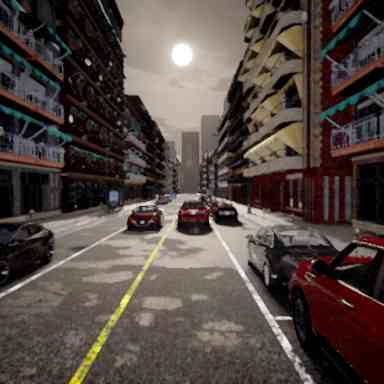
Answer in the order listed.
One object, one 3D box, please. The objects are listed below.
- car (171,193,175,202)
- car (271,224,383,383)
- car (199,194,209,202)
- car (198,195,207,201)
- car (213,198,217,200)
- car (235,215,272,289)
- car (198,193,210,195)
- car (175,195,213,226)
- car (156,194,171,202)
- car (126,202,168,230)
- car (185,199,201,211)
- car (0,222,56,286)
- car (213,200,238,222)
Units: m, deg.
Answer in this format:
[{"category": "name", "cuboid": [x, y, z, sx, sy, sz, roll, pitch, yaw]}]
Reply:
[{"category": "car", "cuboid": [-5.315, 1.360, 71.436, 1.967, 1.590, 4.097, -1, 0, 0]}, {"category": "car", "cuboid": [2.521, 1.310, 3.254, 2.192, 1.841, 5.009, -1, 0, 0]}, {"category": "car", "cuboid": [2.570, 1.360, 71.227, 1.967, 1.590, 4.097, -1, 0, 0]}, {"category": "car", "cuboid": [2.568, 1.456, 82.555, 1.887, 1.381, 4.507, -1, 0, 0]}, {"category": "car", "cuboid": [2.528, 1.503, 31.576, 1.887, 1.381, 4.507, -1, 0, 0]}, {"category": "car", "cuboid": [2.525, 1.538, 8.919, 2.008, 1.369, 4.403, -1, 0, 0]}, {"category": "car", "cuboid": [2.551, 1.244, 59.898, 2.192, 1.841, 5.009, -1, 0, 0]}, {"category": "car", "cuboid": [0.092, 1.319, 23.192, 2.097, 1.767, 4.553, 0, 0, 0]}, {"category": "car", "cuboid": [-5.316, 1.369, 60.133, 1.967, 1.590, 4.097, -1, 0, 0]}, {"category": "car", "cuboid": [-2.847, 1.535, 20.995, 1.994, 1.385, 4.181, 0, 0, 0]}, {"category": "car", "cuboid": [0.100, 1.549, 41.021, 1.895, 1.301, 4.718, 0, 0, 0]}, {"category": "car", "cuboid": [-5.322, 1.552, 9.273, 1.947, 1.339, 4.313, -1, 0, 0]}, {"category": "car", "cuboid": [2.527, 1.531, 25.912, 1.947, 1.339, 4.313, -1, 0, 0]}]
